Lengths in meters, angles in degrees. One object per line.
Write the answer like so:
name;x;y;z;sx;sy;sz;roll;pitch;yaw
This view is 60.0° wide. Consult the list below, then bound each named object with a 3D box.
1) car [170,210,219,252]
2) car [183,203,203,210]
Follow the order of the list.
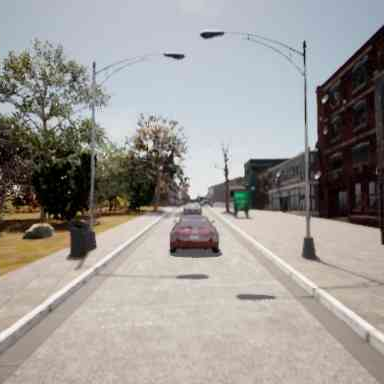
car;0.090;1.679;14.469;1.994;1.385;4.181;0;0;0
car;0.079;1.787;32.505;2.033;1.411;5.357;0;0;0
